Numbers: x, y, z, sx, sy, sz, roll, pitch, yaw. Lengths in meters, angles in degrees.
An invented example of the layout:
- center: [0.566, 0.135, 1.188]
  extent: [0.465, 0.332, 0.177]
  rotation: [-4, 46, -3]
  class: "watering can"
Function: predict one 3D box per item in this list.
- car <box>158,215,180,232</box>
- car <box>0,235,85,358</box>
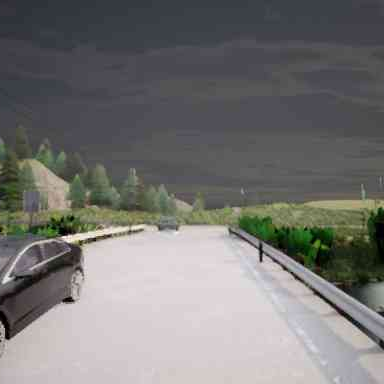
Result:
- center: [-2.389, 3.270, 35.468]
  extent: [2.097, 1.767, 4.553]
  rotation: [0, -4, 1]
  class: "car"
- center: [-3.369, 1.554, 5.667]
  extent: [2.128, 1.511, 4.902]
  rotation: [0, -1, 2]
  class: "car"
